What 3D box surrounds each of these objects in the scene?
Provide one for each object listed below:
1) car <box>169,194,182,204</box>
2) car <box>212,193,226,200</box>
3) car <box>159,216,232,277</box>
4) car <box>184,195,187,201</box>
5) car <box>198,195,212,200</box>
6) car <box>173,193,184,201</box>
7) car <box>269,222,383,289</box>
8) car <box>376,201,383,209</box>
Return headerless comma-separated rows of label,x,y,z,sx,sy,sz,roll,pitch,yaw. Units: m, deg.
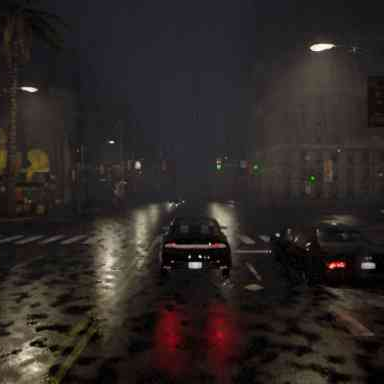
car,-3.501,1.562,65.928,2.033,1.411,5.357,0,0,0
car,7.179,1.375,93.781,2.097,1.767,4.553,0,0,25
car,0.085,1.494,10.193,2.128,1.511,4.902,0,0,0
car,-2.571,1.497,86.215,1.882,1.535,5.008,0,0,10
car,3.276,1.545,93.577,1.812,1.442,4.674,0,0,22
car,-3.501,1.242,76.067,2.150,2.045,5.566,0,0,0
car,3.590,1.549,9.273,2.033,1.411,5.357,0,0,0
car,26.036,1.486,42.294,5.008,1.535,1.882,0,0,0
